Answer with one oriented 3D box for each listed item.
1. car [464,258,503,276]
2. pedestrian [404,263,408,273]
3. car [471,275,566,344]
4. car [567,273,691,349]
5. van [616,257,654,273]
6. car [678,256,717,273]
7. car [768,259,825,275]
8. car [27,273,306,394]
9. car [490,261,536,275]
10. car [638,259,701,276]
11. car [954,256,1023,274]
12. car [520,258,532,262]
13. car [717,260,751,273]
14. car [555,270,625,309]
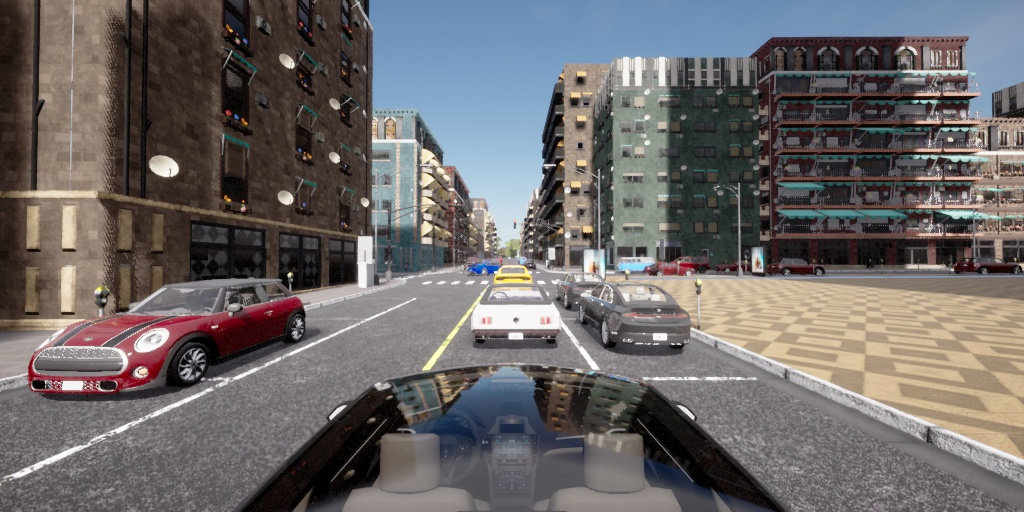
[{"bbox_3d":[-2.595,1.297,38.807,1.882,1.535,5.008,0,0,42],"label":"car"},{"bbox_3d":[-12.625,1.098,42.689,0.375,1.860,0.375,0,0,0],"label":"pedestrian"},{"bbox_3d":[0.080,1.353,9.580,1.895,1.301,4.718,0,0,0],"label":"car"},{"bbox_3d":[2.804,1.303,8.997,2.007,1.370,4.403,0,0,0],"label":"car"},{"bbox_3d":[13.682,1.046,39.600,3.998,1.789,1.690,0,0,0],"label":"van"},{"bbox_3d":[19.209,0.978,39.573,5.009,1.841,2.192,0,0,0],"label":"car"},{"bbox_3d":[24.694,0.936,31.166,4.097,1.591,1.967,0,0,0],"label":"car"},{"bbox_3d":[-5.831,1.191,6.741,1.967,1.591,4.097,0,0,0],"label":"car"},{"bbox_3d":[0.052,1.233,19.033,1.882,1.535,5.008,0,0,0],"label":"car"},{"bbox_3d":[13.639,1.163,31.219,4.207,1.307,1.802,0,0,0],"label":"car"},{"bbox_3d":[41.276,0.812,31.086,4.097,1.591,1.967,0,0,0],"label":"car"},{"bbox_3d":[2.572,1.335,52.760,1.948,1.339,4.313,0,0,0],"label":"car"},{"bbox_3d":[24.737,1.166,39.546,4.507,1.381,1.888,0,0,0],"label":"car"},{"bbox_3d":[2.791,1.304,14.567,2.007,1.370,4.403,0,0,0],"label":"car"}]
